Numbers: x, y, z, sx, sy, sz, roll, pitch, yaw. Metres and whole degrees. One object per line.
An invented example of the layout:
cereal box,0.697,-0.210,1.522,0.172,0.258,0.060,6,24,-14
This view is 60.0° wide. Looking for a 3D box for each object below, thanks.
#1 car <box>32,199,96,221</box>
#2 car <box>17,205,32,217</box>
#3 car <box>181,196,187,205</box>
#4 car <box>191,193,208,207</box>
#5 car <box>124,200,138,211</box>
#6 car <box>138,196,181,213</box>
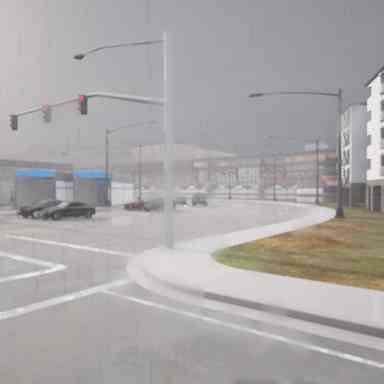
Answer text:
car,-9.923,1.458,26.784,1.812,1.442,4.674,0,0,36
car,-12.631,1.427,29.010,1.837,1.490,4.892,0,0,36
car,-1.786,1.412,54.597,1.837,1.490,4.892,0,0,4
car,1.272,1.141,50.873,2.150,2.045,5.566,0,0,8
car,-5.939,1.519,39.210,1.895,1.301,4.718,0,0,26
car,-3.447,1.436,36.574,1.837,1.490,4.892,0,0,27
